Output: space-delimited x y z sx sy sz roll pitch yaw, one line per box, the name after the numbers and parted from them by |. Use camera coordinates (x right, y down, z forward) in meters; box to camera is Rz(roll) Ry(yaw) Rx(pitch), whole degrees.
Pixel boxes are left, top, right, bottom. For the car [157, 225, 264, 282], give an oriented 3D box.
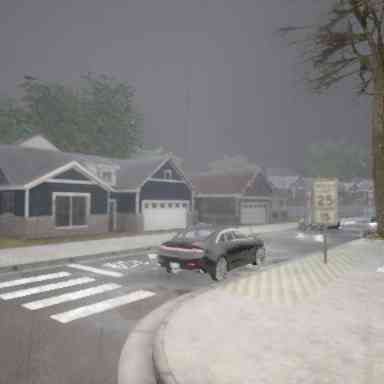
0.860 1.879 11.151 2.128 1.511 4.902 -1 -2 33 | car

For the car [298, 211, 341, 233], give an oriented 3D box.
10.670 2.363 27.706 2.097 1.767 4.553 -1 -2 43 | car

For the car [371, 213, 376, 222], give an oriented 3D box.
23.661 3.106 41.040 4.181 1.385 1.994 2 -2 -44 | car
